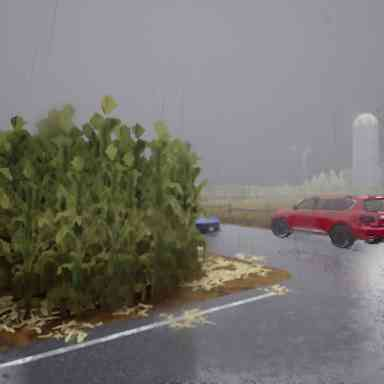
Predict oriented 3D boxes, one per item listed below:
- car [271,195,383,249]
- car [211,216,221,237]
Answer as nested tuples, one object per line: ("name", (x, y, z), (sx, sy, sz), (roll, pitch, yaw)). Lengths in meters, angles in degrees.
("car", (5.962, 1.169, 14.719), (2.150, 2.045, 5.566), (1, 0, -28))
("car", (-0.539, 1.440, 17.331), (1.882, 1.535, 5.008), (0, 0, -35))
